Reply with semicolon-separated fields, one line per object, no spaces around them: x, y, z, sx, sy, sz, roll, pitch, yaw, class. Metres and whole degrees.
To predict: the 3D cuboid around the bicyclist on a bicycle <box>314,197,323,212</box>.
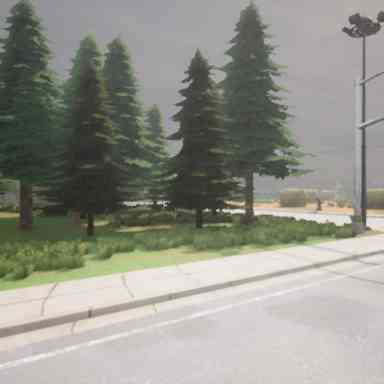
13.744;1.377;36.209;1.656;1.620;0.582;0;0;-35;bicyclist on a bicycle
